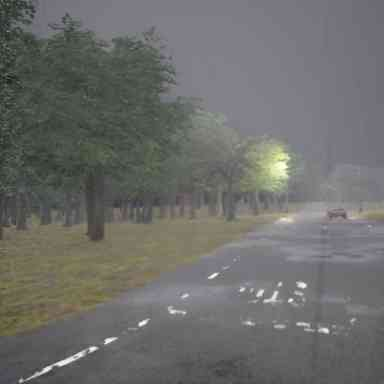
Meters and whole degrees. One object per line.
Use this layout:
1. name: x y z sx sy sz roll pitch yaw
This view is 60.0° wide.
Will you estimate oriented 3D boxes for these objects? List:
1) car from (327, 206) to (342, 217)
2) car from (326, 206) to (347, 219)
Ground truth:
1. car: 21.080 2.879 49.343 1.882 1.535 5.008 -2 -3 21
2. car: 17.941 2.547 40.920 2.128 1.511 4.902 -2 -3 21
